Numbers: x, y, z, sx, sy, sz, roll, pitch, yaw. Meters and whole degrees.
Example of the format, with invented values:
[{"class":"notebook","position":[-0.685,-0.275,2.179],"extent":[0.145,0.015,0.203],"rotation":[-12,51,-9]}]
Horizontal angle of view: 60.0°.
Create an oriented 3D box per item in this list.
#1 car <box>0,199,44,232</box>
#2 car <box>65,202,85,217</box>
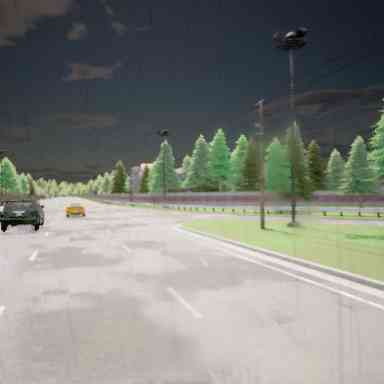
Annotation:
[{"class":"car","position":[-11.564,1.509,22.963],"extent":[2.150,2.045,5.566],"rotation":[0,0,-20]},{"class":"car","position":[-12.813,1.875,36.526],"extent":[1.882,1.535,5.008],"rotation":[0,0,-20]}]
